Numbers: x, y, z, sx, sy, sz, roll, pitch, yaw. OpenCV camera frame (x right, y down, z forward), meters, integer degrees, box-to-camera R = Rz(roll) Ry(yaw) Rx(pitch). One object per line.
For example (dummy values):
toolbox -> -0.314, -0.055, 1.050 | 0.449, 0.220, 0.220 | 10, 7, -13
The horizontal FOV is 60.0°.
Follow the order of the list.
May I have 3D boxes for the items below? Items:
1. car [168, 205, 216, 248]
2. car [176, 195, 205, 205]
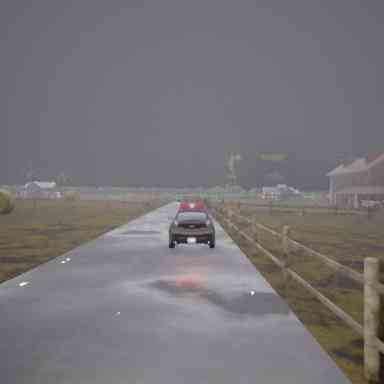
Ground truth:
car -> 0.000, 1.518, 14.650 | 1.837, 1.490, 4.892 | 0, 0, 0
car -> 0.000, 1.264, 29.681 | 2.150, 2.045, 5.566 | 0, 0, 0
